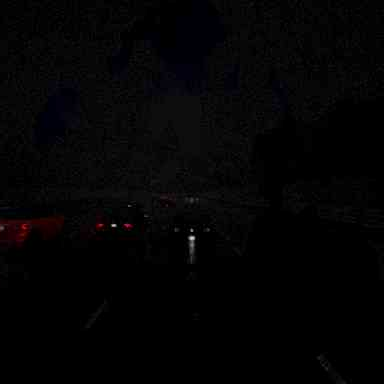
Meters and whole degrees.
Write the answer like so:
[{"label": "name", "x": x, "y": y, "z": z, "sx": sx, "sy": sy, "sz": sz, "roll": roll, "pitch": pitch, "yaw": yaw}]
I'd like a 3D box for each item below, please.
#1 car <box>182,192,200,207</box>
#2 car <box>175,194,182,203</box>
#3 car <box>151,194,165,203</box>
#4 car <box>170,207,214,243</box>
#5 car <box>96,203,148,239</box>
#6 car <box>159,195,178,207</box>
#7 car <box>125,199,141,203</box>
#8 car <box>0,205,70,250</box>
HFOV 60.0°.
[{"label": "car", "x": -0.004, "y": 1.208, "z": 48.969, "sx": 2.150, "sy": 2.045, "sz": 5.566, "roll": 0, "pitch": 0, "yaw": 0}, {"label": "car", "x": -3.505, "y": 1.555, "z": 66.143, "sx": 1.994, "sy": 1.385, "sz": 4.181, "roll": 0, "pitch": 0, "yaw": 0}, {"label": "car", "x": -7.006, "y": 1.497, "z": 66.156, "sx": 1.837, "sy": 1.490, "sz": 4.892, "roll": 0, "pitch": 0, "yaw": 0}, {"label": "car", "x": 0.000, "y": 1.600, "z": 15.948, "sx": 1.895, "sy": 1.301, "sz": 4.718, "roll": 0, "pitch": 0, "yaw": 0}, {"label": "car", "x": -3.501, "y": 1.546, "z": 17.424, "sx": 2.033, "sy": 1.411, "sz": 5.357, "roll": 0, "pitch": 0, "yaw": 0}, {"label": "car", "x": -3.504, "y": 1.587, "z": 50.425, "sx": 1.895, "sy": 1.301, "sz": 4.718, "roll": 0, "pitch": 0, "yaw": 0}, {"label": "car", "x": -7.002, "y": 1.551, "z": 39.158, "sx": 1.994, "sy": 1.385, "sz": 4.181, "roll": 0, "pitch": 0, "yaw": 0}, {"label": "car", "x": -7.001, "y": 1.352, "z": 14.377, "sx": 2.097, "sy": 1.767, "sz": 4.553, "roll": 0, "pitch": 0, "yaw": 0}]
